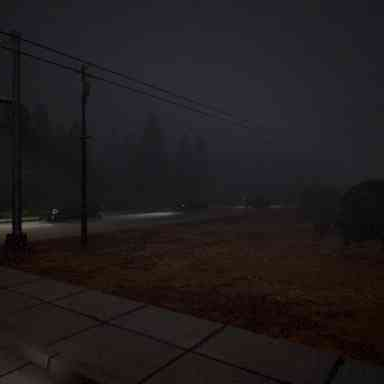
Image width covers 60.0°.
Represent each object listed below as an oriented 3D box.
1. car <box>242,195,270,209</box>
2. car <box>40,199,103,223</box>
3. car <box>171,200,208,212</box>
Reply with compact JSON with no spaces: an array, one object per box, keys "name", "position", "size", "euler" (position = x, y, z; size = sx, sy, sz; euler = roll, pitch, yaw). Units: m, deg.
[{"name":"car","position":[8.428,1.467,43.024],"size":[1.895,1.301,4.718],"euler":[0,0,37]},{"name":"car","position":[-9.183,1.355,25.476],"size":[2.097,1.767,4.553],"euler":[0,0,37]},{"name":"car","position":[-0.205,1.526,37.577],"size":[1.895,1.301,4.718],"euler":[0,0,37]}]
